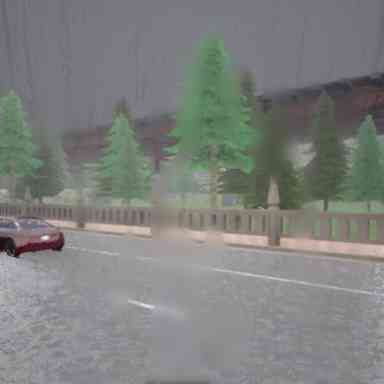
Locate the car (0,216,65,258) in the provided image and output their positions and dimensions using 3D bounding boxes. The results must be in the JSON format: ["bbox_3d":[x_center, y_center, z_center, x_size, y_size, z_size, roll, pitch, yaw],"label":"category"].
[{"bbox_3d":[-6.980,1.658,13.299,4.181,1.385,1.994,0,0,36],"label":"car"}]
